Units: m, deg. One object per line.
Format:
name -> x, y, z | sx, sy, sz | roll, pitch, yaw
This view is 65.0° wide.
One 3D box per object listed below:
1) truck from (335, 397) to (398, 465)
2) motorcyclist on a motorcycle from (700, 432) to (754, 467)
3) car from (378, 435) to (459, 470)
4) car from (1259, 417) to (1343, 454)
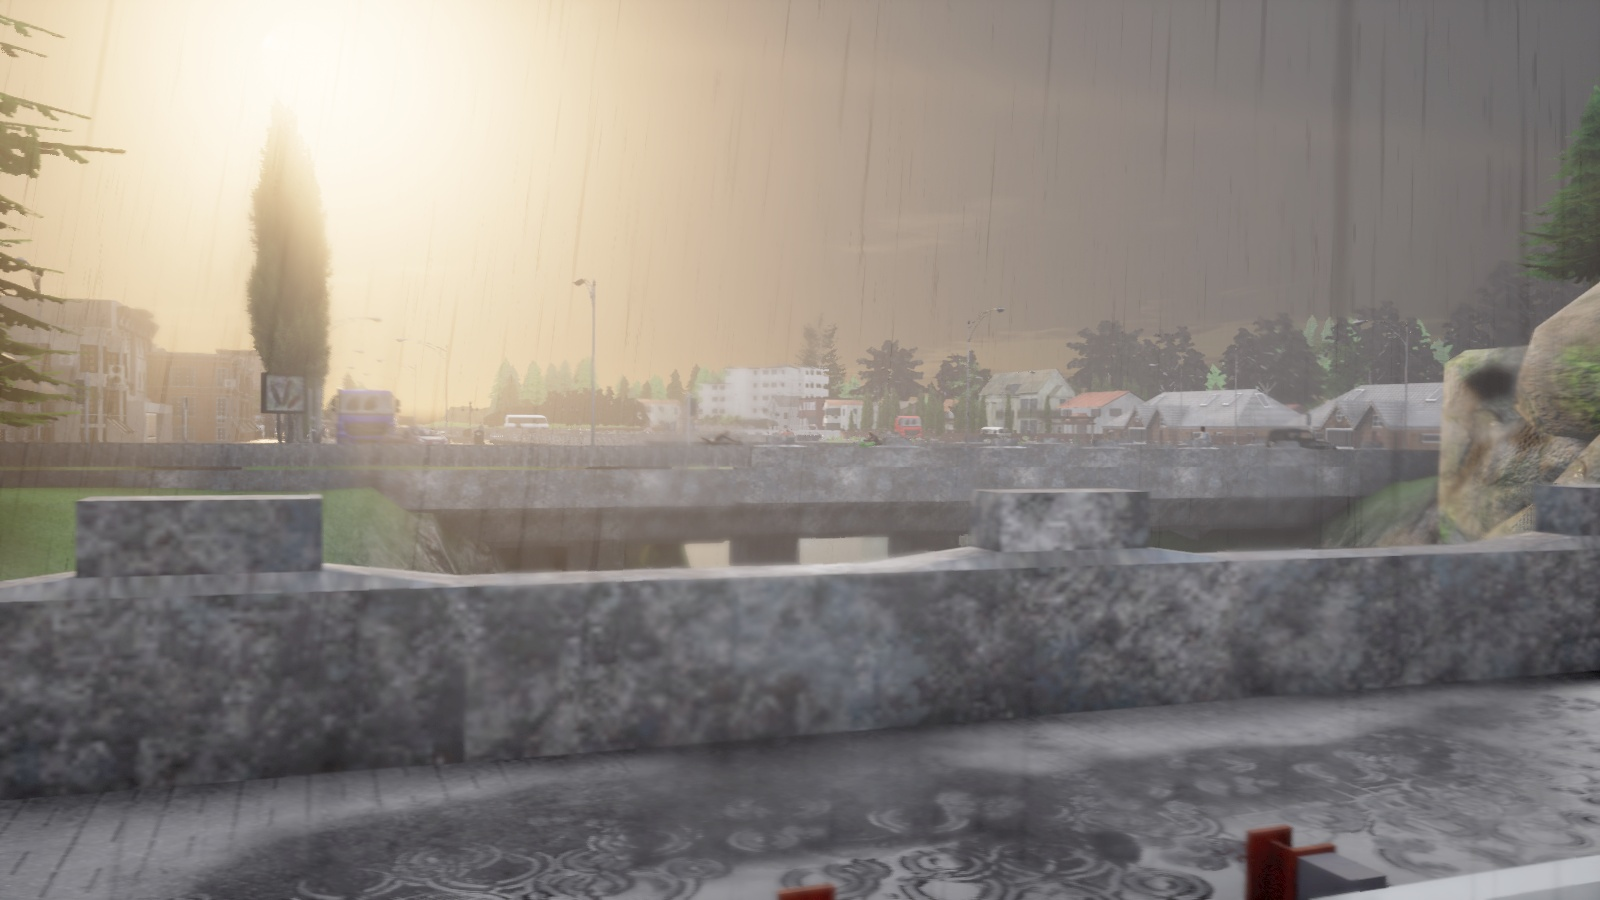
truck -> -23.476, -1.033, 67.772 | 2.891, 3.462, 7.936 | -1, 1, -21
motorcyclist on a motorcycle -> -3.239, -0.035, 55.491 | 2.191, 1.530, 0.866 | -1, 1, -20
car -> -17.004, 0.085, 55.925 | 3.633, 1.501, 1.845 | 0, 1, 42
car -> 26.625, -0.781, 66.803 | 3.866, 1.878, 1.905 | -1, 1, -21
